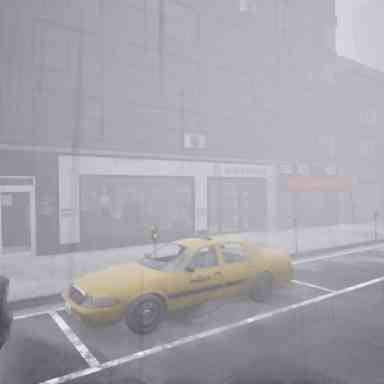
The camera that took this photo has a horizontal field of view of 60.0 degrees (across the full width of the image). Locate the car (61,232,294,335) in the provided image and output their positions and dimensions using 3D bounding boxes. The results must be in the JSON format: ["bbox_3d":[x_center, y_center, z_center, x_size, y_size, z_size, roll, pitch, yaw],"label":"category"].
[{"bbox_3d":[0.004,1.523,6.660,4.829,1.417,1.752,0,-1,-35],"label":"car"}]

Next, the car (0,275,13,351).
[{"bbox_3d":[-4.343,1.567,3.566,4.313,1.339,1.947,0,-1,-35],"label":"car"}]
